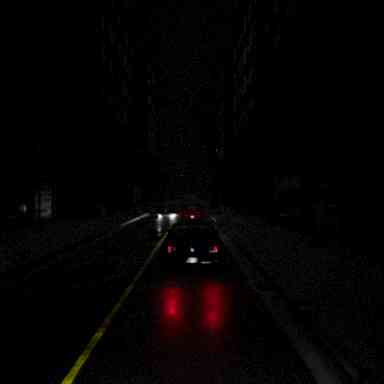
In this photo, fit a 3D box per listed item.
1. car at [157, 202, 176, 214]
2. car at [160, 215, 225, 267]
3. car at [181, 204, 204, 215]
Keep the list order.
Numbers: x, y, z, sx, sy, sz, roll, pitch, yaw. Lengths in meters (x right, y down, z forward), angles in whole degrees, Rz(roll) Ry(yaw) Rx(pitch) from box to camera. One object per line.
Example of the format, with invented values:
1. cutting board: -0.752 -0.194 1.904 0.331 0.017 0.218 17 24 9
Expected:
1. car: -3.045 1.896 40.501 1.812 1.442 4.674 0 -1 0
2. car: 0.038 1.703 11.815 1.895 1.301 4.718 0 -1 1
3. car: 0.053 1.775 28.123 1.812 1.442 4.674 0 0 1
